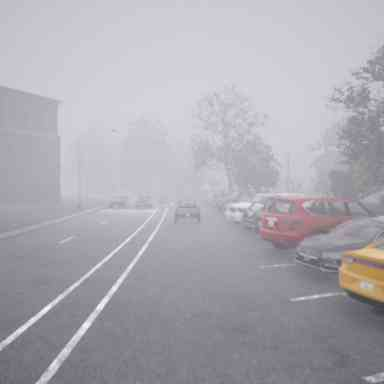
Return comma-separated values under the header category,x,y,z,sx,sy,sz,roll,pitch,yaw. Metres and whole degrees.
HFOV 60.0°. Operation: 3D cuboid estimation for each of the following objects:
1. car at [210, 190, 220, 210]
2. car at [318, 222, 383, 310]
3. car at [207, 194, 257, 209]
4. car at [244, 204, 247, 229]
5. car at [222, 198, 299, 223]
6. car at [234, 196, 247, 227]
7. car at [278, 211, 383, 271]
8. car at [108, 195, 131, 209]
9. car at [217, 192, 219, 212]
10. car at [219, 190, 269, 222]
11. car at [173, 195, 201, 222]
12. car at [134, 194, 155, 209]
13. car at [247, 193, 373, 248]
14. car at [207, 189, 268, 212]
category,x,y,z,sx,sy,sz,roll,pitch,yaw
car,4.638,0.884,30.298,5.566,2.045,2.435,0,2,-23
car,5.282,1.483,6.542,5.008,1.535,2.097,1,0,-21
car,4.381,0.984,36.259,4.892,1.521,2.231,0,1,-23
car,5.169,1.457,15.477,4.792,1.488,2.163,0,0,-21
car,5.059,1.278,24.464,5.366,1.575,1.946,0,1,-22
car,5.044,1.263,18.423,4.553,1.767,2.185,0,1,-22
car,5.260,1.476,9.512,4.892,1.521,2.231,1,1,-21
car,-7.955,1.026,37.029,2.033,1.411,5.357,0,1,-3
car,4.811,1.085,27.361,4.553,1.767,2.185,0,2,-22
car,4.965,1.088,21.390,5.566,2.045,2.435,0,2,-22
car,-0.364,1.284,24.208,2.128,1.511,4.902,0,1,-2
car,-5.118,1.002,36.137,1.837,1.490,4.892,0,1,-3
car,5.232,1.205,12.501,5.566,2.045,2.435,1,0,-21
car,4.557,0.808,33.299,5.566,2.045,2.435,0,1,-23
